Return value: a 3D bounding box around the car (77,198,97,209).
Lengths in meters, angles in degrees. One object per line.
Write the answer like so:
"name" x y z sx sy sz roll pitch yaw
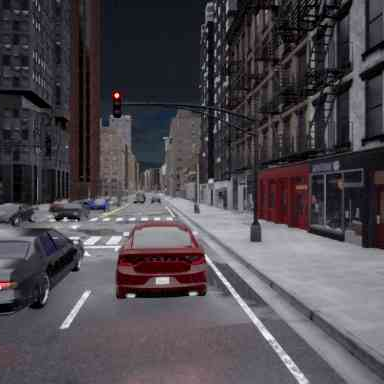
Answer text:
"car" -15.146 1.620 48.114 1.895 1.301 4.718 0 0 -6

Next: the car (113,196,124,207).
"car" -12.325 1.513 52.226 2.128 1.511 4.902 0 0 -6

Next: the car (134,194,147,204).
"car" -10.295 1.628 64.919 1.895 1.301 4.718 0 0 -6

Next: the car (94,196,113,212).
"car" -10.865 1.491 39.024 1.882 1.535 5.008 0 0 -6

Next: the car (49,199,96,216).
"car" -9.515 1.554 26.894 2.033 1.411 5.357 0 0 -6

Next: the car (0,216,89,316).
"car" -3.901 1.547 7.702 2.033 1.411 5.357 0 0 -6

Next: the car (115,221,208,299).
"car" -0.794 1.477 8.568 1.882 1.535 5.008 0 0 -6

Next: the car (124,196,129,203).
"car" -14.003 1.529 67.941 1.837 1.490 4.892 0 0 -6

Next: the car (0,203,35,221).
"car" -12.340 1.518 22.821 1.837 1.490 4.892 -1 0 -6

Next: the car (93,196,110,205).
"car" -16.558 1.517 61.042 2.128 1.511 4.902 0 0 -6

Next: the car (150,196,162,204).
"car" -7.052 1.532 65.168 1.837 1.490 4.892 0 0 -6

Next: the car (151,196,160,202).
"car" -8.304 1.571 75.471 2.033 1.411 5.357 0 0 -6
